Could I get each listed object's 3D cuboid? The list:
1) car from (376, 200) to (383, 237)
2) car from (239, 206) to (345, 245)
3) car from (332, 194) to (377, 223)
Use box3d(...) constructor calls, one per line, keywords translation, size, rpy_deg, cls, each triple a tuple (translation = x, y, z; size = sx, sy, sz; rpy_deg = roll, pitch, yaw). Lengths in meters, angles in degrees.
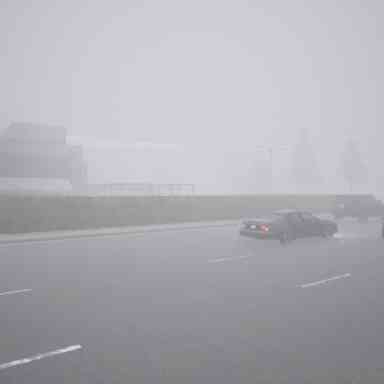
box3d(translation=(11.147, 1.352, 15.983), size=(4.553, 1.767, 2.097), rpy_deg=(0, 0, -35), cls="car")
box3d(translation=(4.643, 1.547, 15.647), size=(5.357, 1.411, 2.033), rpy_deg=(0, 0, -35), cls="car")
box3d(translation=(13.210, 1.221, 26.066), size=(5.566, 2.045, 2.150), rpy_deg=(0, 0, -36), cls="car")
